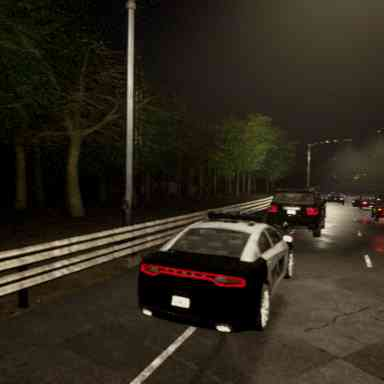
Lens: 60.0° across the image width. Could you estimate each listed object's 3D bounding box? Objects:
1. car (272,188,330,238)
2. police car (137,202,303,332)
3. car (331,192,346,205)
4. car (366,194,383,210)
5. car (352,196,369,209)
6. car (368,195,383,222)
[{"bbox_3d":[5.101,0.853,15.797,2.150,2.045,5.566,2,2,24],"label":"car"},{"bbox_3d":[0.905,1.224,6.822,1.930,1.638,5.238,2,2,24],"label":"police car"},{"bbox_3d":[17.307,0.747,39.917,2.033,1.411,5.357,2,2,25],"label":"car"},{"bbox_3d":[19.604,1.014,33.976,1.994,1.385,4.181,3,3,11],"label":"car"},{"bbox_3d":[17.353,1.004,33.101,1.895,1.301,4.718,-1,1,17],"label":"car"},{"bbox_3d":[13.011,1.166,21.966,1.812,1.442,4.674,2,2,24],"label":"car"}]
